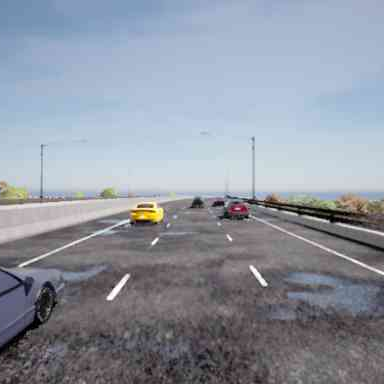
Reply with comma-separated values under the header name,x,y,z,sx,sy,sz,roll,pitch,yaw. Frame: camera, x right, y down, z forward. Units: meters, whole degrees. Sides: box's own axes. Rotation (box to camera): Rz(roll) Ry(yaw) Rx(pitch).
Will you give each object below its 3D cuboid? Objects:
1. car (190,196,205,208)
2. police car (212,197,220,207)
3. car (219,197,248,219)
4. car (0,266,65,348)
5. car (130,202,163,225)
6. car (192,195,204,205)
name,x,y,z,sx,sy,sz,roll,pitch,yaw
car,0.844,1.589,49.613,1.837,1.490,4.892,0,0,2
police car,4.400,1.603,54.801,2.038,1.542,4.974,0,0,2
car,3.836,1.454,29.714,2.033,1.649,4.856,0,0,1
car,-3.390,1.547,4.009,2.033,1.411,5.357,0,0,0
car,-3.210,1.490,24.369,1.882,1.535,5.008,0,0,1
car,1.199,1.475,63.548,2.097,1.767,4.553,0,0,2
